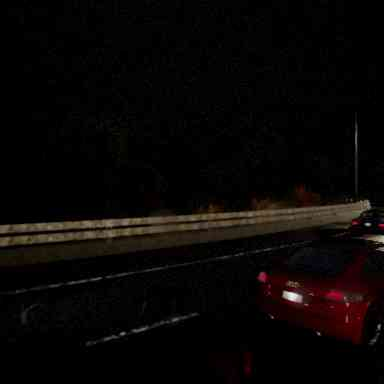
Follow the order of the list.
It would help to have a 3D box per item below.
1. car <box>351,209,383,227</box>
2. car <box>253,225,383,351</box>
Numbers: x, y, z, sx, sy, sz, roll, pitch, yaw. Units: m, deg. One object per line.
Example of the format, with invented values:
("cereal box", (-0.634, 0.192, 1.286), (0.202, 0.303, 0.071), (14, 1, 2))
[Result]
("car", (9.996, 1.586, 17.433), (2.033, 1.411, 5.357), (0, 0, 44))
("car", (3.094, 1.577, 6.345), (4.181, 1.385, 1.994), (0, 0, -39))
